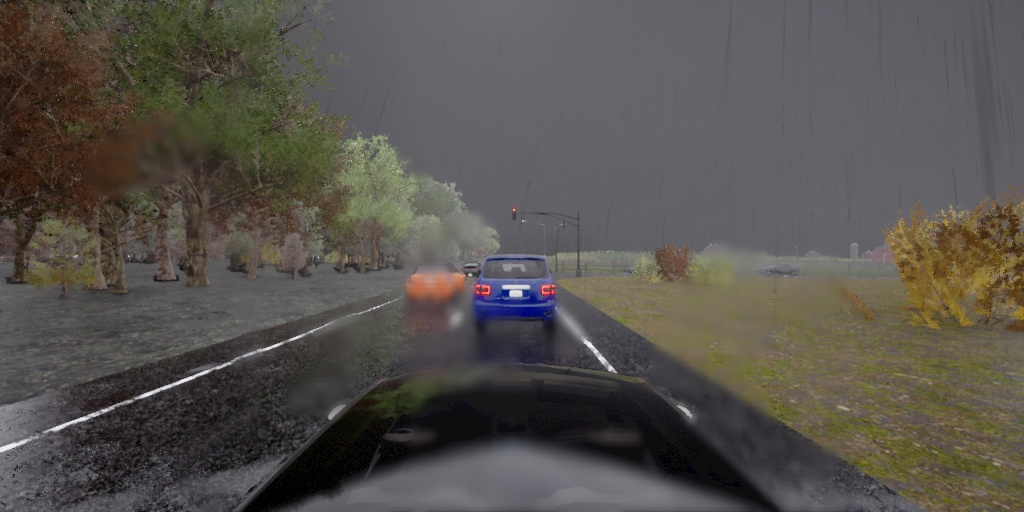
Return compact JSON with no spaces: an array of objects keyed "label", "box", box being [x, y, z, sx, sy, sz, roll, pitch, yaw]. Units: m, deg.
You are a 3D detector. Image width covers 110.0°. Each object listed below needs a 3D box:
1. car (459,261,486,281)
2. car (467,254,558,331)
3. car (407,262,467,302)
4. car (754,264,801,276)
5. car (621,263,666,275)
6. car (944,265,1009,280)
[{"label":"car","box":[-3.440,1.258,31.867,1.837,1.490,4.892,0,1,0]},{"label":"car","box":[0.088,0.972,11.080,2.150,2.045,5.566,0,0,0]},{"label":"car","box":[-3.419,1.104,17.158,2.097,1.767,4.553,0,0,0]},{"label":"car","box":[31.770,1.639,43.003,4.902,1.511,2.128,1,-1,0]},{"label":"car","box":[16.024,1.524,43.129,5.357,1.411,2.033,1,-1,2]},{"label":"car","box":[50.971,1.845,39.315,5.357,1.411,2.033,1,-1,1]}]
